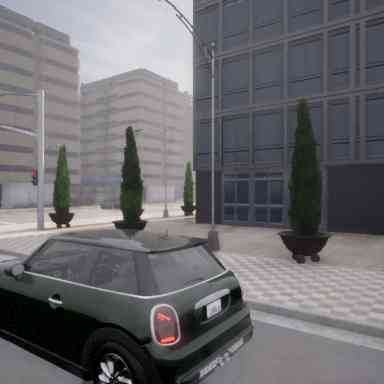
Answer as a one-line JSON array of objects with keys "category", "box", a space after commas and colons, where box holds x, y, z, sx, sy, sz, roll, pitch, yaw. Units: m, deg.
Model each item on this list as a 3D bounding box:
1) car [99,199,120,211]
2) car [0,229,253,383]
[{"category": "car", "box": [-9.529, 1.560, 42.456, 1.837, 1.490, 4.892, 0, 0, 35]}, {"category": "car", "box": [-1.477, 1.352, 5.047, 4.553, 1.767, 2.097, 0, 0, 35]}]
